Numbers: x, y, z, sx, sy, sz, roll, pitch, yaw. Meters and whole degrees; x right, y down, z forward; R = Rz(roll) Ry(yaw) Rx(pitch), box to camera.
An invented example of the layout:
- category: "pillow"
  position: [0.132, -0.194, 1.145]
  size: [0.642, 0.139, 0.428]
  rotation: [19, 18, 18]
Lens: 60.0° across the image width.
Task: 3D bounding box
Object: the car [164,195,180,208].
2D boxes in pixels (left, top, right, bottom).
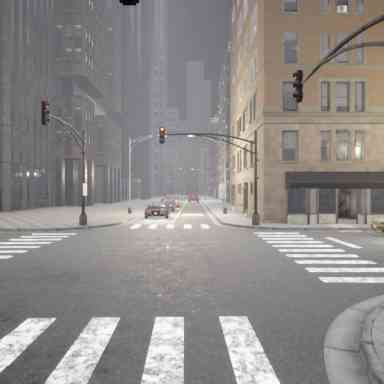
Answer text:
- category: "car"
  position: [-2.923, 1.369, 49.220]
  size: [2.097, 1.767, 4.553]
  rotation: [0, 0, 0]

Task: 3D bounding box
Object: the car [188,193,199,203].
- category: "car"
  position: [0.310, 1.204, 70.299]
  size: [2.150, 2.045, 5.566]
  rotation: [0, 0, 0]

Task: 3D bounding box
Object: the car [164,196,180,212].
- category: "car"
  position: [-2.962, 1.506, 39.322]
  size: [2.128, 1.511, 4.902]
  rotation: [0, 0, 0]

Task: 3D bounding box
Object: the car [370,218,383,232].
- category: "car"
  position: [12.173, 1.520, 17.782]
  size: [4.829, 1.417, 1.752]
  rotation: [0, 0, -1]

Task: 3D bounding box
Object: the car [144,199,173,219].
- category: "car"
  position: [-3.000, 1.574, 29.467]
  size: [1.994, 1.385, 4.181]
  rotation: [0, 0, 0]
